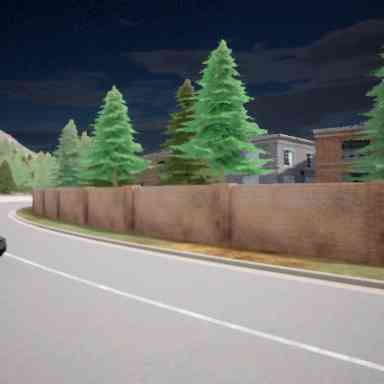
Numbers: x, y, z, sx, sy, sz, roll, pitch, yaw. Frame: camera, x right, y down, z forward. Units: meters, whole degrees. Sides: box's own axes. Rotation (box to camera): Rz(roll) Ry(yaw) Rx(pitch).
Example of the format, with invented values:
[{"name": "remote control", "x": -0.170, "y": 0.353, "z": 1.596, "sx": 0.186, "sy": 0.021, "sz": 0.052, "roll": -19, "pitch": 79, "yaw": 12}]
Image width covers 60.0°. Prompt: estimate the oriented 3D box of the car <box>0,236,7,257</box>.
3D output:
[{"name": "car", "x": -7.928, "y": 1.612, "z": 11.126, "sx": 4.718, "sy": 1.301, "sz": 1.895, "roll": 0, "pitch": 0, "yaw": 44}]
